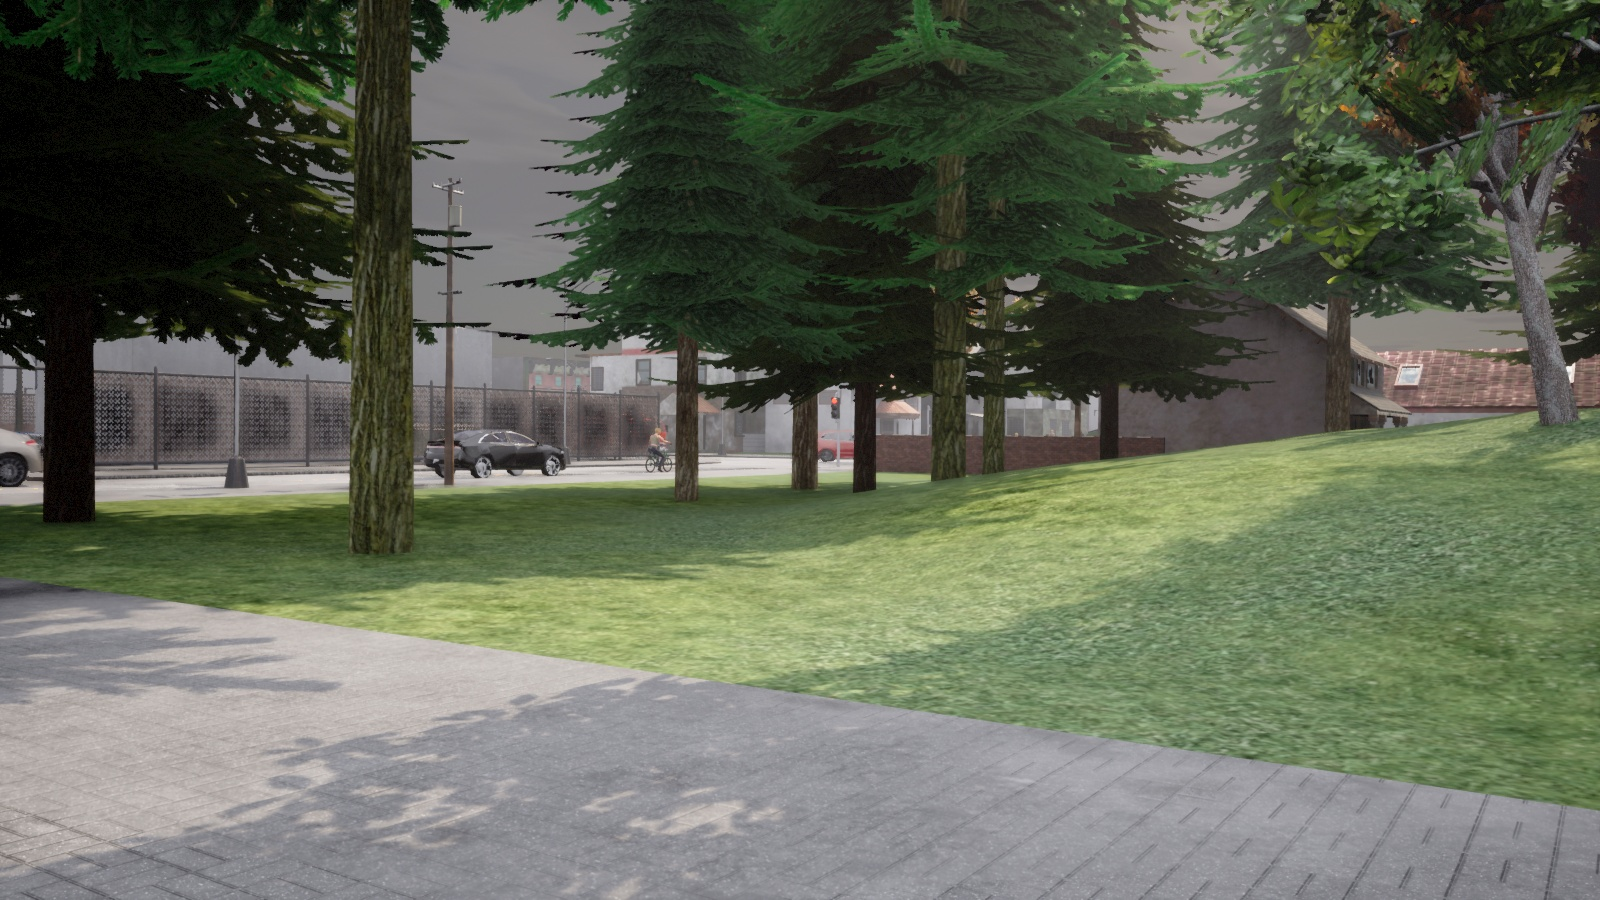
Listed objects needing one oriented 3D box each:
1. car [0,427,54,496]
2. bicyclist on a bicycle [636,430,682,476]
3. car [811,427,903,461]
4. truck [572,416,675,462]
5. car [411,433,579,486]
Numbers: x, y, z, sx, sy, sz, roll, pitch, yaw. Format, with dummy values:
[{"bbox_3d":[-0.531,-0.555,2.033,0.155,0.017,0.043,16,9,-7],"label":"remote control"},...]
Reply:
[{"bbox_3d":[-20.584,0.297,29.278,2.152,1.651,5.027,0,1,34],"label":"car"},{"bbox_3d":[-5.094,0.094,45.400,0.866,1.612,1.509,0,1,33],"label":"bicyclist on a bicycle"},{"bbox_3d":[2.941,-0.325,64.034,4.611,1.667,2.242,0,1,6],"label":"car"},{"bbox_3d":[-9.861,-0.626,70.124,5.204,2.467,2.627,0,1,34],"label":"truck"},{"bbox_3d":[-9.367,0.240,38.970,2.128,1.511,4.902,0,1,34],"label":"car"}]
